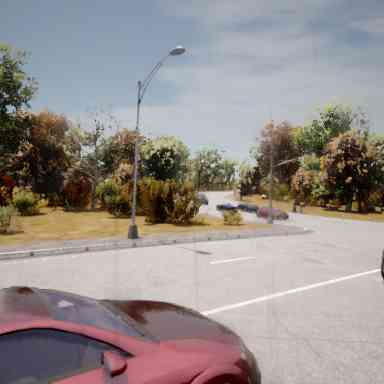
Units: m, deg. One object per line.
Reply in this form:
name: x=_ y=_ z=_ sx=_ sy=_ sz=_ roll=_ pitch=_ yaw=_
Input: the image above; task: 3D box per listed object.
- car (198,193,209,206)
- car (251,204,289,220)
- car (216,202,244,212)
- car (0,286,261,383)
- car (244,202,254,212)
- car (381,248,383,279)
car: x=1.657 y=1.331 z=62.143 sx=2.150 sy=2.045 sz=5.566 roll=2 pitch=2 yaw=-10
car: x=9.032 y=2.354 z=37.634 sx=1.994 sy=1.385 sz=4.181 roll=3 pitch=-1 yaw=-22
car: x=5.159 y=2.220 z=48.016 sx=1.895 sy=1.301 sz=4.718 roll=3 pitch=1 yaw=-17
car: x=-1.374 y=1.564 z=2.765 sx=4.181 sy=1.385 sz=1.994 roll=0 pitch=0 yaw=-36
car: x=8.279 y=2.237 z=50.498 sx=2.128 sy=1.511 sz=4.902 roll=3 pitch=1 yaw=-17
car: x=7.018 y=1.487 z=8.798 sx=4.553 sy=1.767 sz=2.097 roll=2 pitch=-1 yaw=-35
